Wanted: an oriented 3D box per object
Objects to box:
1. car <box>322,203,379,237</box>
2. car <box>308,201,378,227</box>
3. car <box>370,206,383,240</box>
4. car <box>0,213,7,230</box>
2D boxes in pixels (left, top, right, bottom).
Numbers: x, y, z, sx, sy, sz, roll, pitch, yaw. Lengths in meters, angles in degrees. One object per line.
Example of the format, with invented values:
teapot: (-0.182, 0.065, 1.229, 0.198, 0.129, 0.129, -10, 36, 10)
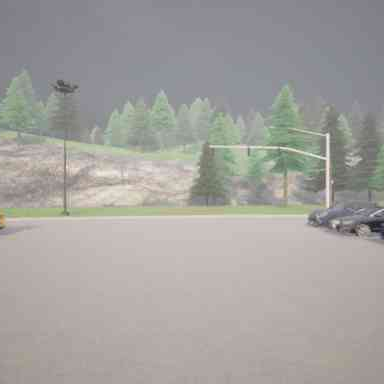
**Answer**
car: (9.748, 1.486, 17.326, 4.902, 1.511, 2.128, 0, 0, -5)
car: (9.667, 1.346, 20.820, 4.553, 1.767, 2.097, 0, 0, -5)
car: (10.486, 1.474, 13.883, 5.008, 1.535, 1.882, 0, 0, -5)
car: (-12.320, 1.473, 17.020, 5.008, 1.535, 1.882, 0, 0, -14)
